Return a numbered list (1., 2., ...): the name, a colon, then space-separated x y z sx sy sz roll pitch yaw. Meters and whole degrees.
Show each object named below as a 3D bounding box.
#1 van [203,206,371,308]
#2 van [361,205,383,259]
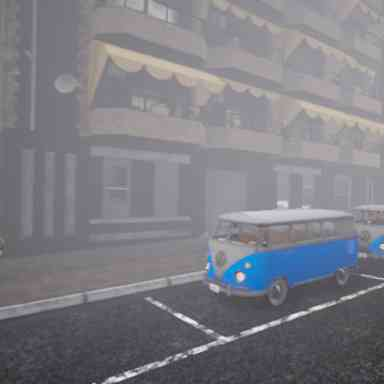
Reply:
1. van: 2.153 1.316 7.621 3.998 1.788 1.690 0 2 -36
2. van: 6.647 1.293 10.847 3.998 1.788 1.690 0 2 -36
